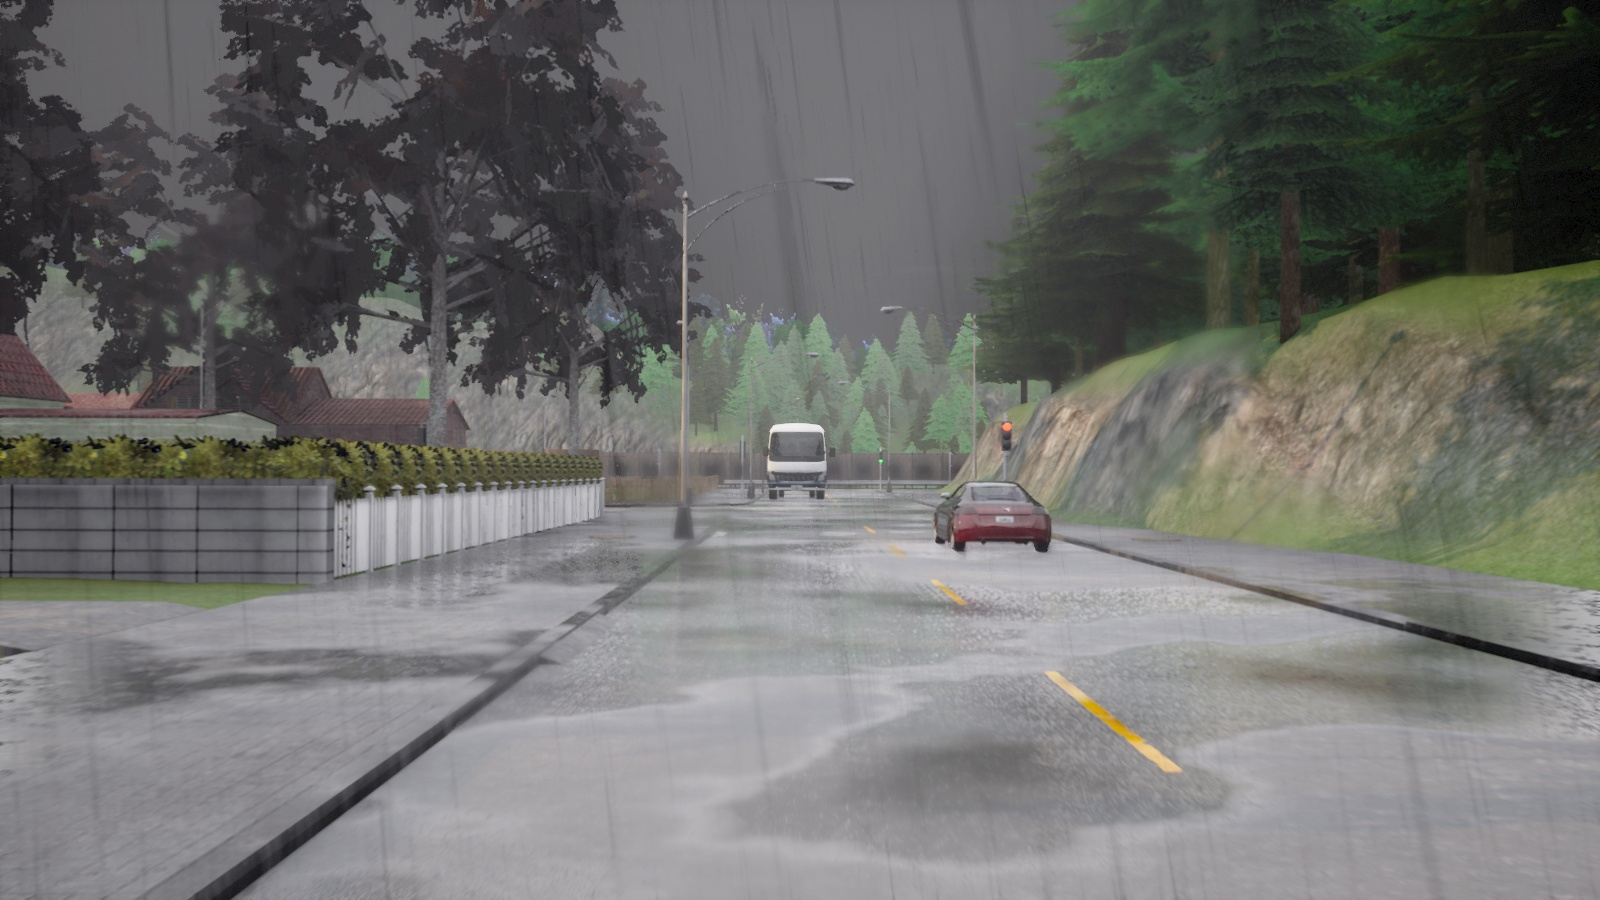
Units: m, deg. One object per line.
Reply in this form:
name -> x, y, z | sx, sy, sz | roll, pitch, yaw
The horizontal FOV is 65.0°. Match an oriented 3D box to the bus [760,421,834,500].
bus -> -0.174, 0.659, 72.878 | 3.944, 4.253, 10.273 | 0, -1, 0

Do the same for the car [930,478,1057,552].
car -> 3.940, 1.303, 26.274 | 1.994, 1.385, 4.181 | 0, -1, 0
